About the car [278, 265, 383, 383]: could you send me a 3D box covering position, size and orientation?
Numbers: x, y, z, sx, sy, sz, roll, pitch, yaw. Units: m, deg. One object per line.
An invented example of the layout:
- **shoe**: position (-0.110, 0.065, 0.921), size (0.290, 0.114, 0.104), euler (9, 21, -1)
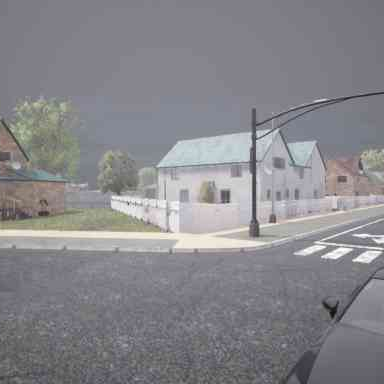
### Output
- **car**: position (2.512, 1.524, 3.380), size (1.812, 1.442, 4.674), euler (0, 0, 42)
